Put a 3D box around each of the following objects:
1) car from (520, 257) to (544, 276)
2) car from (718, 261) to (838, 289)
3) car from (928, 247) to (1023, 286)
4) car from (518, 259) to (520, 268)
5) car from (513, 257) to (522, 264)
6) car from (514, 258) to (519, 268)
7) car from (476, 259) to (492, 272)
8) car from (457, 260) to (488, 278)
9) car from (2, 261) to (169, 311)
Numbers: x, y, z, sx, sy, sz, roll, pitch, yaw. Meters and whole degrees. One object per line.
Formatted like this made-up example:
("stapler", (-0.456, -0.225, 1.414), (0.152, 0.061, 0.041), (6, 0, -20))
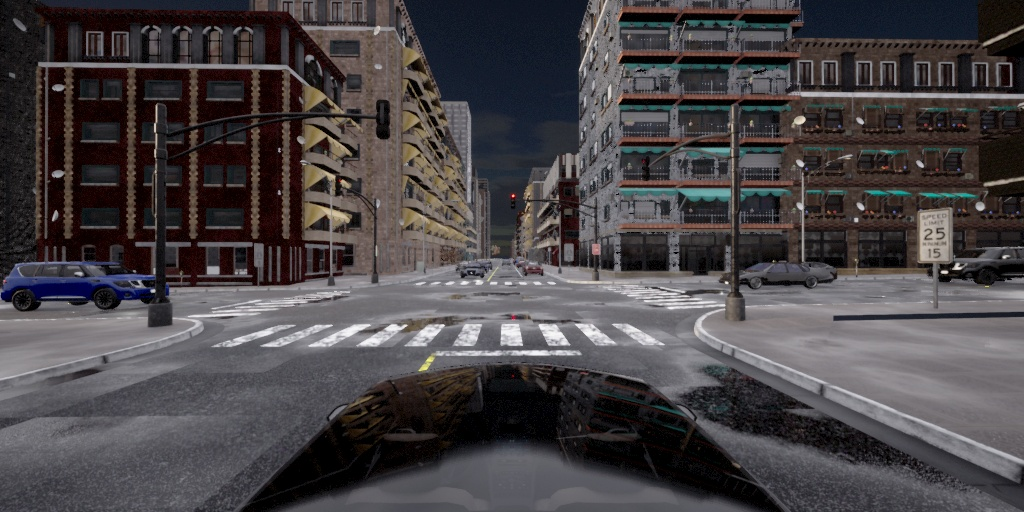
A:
("car", (2.125, 1.196, 36.727), (1.967, 1.591, 4.097), (0, 0, -1))
("car", (14.450, 1.041, 19.755), (5.357, 1.411, 2.033), (-1, 0, -1))
("car", (26.845, 0.518, 20.021), (5.566, 2.045, 2.150), (-1, 0, -1))
("car", (2.034, 1.308, 42.260), (2.007, 1.370, 4.403), (0, 0, -1))
("car", (1.668, 1.349, 64.394), (1.802, 1.307, 4.207), (0, 0, -1))
("car", (1.759, 1.346, 58.861), (1.802, 1.307, 4.207), (0, 0, -1))
("car", (-3.774, 1.359, 43.518), (1.895, 1.301, 4.718), (0, 0, -1))
("car", (-3.612, 1.319, 33.625), (1.994, 1.385, 4.181), (0, 0, -1))
("car", (-18.653, 1.244, 15.845), (5.566, 2.045, 2.150), (-1, 0, -1))
